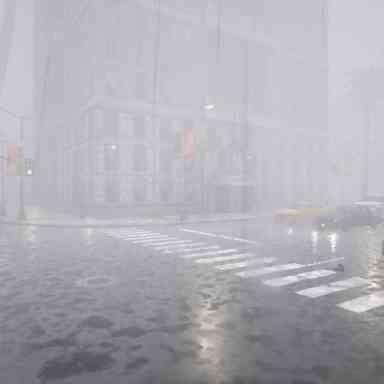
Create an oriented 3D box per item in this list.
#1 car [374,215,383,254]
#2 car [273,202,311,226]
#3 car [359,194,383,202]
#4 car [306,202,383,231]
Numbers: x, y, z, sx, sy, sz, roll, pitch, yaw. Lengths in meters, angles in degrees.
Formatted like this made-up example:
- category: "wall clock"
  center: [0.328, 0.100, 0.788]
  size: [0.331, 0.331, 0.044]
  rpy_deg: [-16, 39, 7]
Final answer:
- category: "car"
  center: [8.390, 1.569, 11.360]
  size: [4.181, 1.385, 1.994]
  rpy_deg: [0, 0, -34]
- category: "car"
  center: [7.935, 1.478, 23.831]
  size: [5.008, 1.535, 1.882]
  rpy_deg: [0, 0, -34]
- category: "car"
  center: [16.400, 1.221, 29.483]
  size: [5.566, 2.045, 2.150]
  rpy_deg: [0, 0, -33]
- category: "car"
  center: [9.871, 1.547, 20.919]
  size: [5.357, 1.411, 2.033]
  rpy_deg: [0, 0, -34]
